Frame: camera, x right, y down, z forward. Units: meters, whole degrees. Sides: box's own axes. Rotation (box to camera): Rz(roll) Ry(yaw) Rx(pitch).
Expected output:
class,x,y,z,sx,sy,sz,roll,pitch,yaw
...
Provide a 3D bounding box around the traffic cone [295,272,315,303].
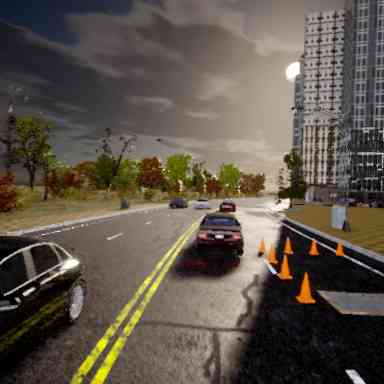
class,x,y,z,sx,sy,sz,roll,pitch,yaw
traffic cone,2.462,2.041,7.204,0.340,0.580,0.340,2,0,3

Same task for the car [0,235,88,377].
class,x,y,z,sx,sy,sz,roll,pitch,yaw
car,-2.867,1.402,4.176,1.837,1.490,4.892,2,0,3

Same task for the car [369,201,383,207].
class,x,y,z,sx,sy,sz,roll,pitch,yaw
car,42.582,2.828,75.612,4.313,1.339,1.947,2,1,18

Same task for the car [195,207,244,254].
class,x,y,z,sx,sy,sz,roll,pitch,yaw
car,1.159,1.586,13.886,2.033,1.411,5.357,2,0,5

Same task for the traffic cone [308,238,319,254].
class,x,y,z,sx,sy,sz,roll,pitch,yaw
traffic cone,4.793,2.123,13.083,0.340,0.580,0.340,2,0,3

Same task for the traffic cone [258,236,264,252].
class,x,y,z,sx,sy,sz,roll,pitch,yaw
traffic cone,2.798,2.052,13.195,0.340,0.580,0.340,2,0,3

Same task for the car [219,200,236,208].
class,x,y,z,sx,sy,sz,roll,pitch,yaw
car,4.515,1.716,41.734,1.994,1.385,4.181,2,0,9

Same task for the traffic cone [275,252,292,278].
class,x,y,z,sx,sy,sz,roll,pitch,yaw
traffic cone,2.574,2.045,9.201,0.340,0.580,0.340,2,0,3

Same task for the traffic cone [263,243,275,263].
class,x,y,z,sx,sy,sz,roll,pitch,yaw
traffic cone,2.686,2.048,11.198,0.340,0.580,0.340,2,0,3

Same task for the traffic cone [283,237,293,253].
class,x,y,z,sx,sy,sz,roll,pitch,yaw
traffic cone,3.796,2.087,13.139,0.340,0.580,0.340,2,0,3

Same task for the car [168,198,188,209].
class,x,y,z,sx,sy,sz,roll,pitch,yaw
car,-1.753,1.474,44.983,2.033,1.411,5.357,2,0,9

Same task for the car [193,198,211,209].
class,x,y,z,sx,sy,sz,roll,pitch,yaw
car,1.510,1.569,44.706,1.812,1.442,4.674,2,0,10

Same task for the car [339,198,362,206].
class,x,y,z,sx,sy,sz,roll,pitch,yaw
car,37.147,2.553,77.275,4.097,1.590,1.967,2,1,18
